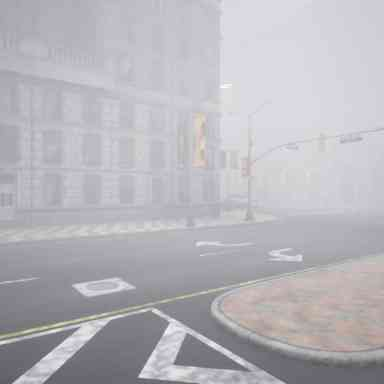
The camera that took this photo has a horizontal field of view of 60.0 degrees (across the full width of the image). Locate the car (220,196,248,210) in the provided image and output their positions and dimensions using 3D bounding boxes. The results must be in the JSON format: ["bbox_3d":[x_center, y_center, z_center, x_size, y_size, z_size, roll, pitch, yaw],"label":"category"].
[{"bbox_3d":[4.742,1.564,43.419,1.994,1.385,4.181,0,0,-36],"label":"car"}]

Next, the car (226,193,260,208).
[{"bbox_3d":[6.914,1.222,46.384,2.150,2.045,5.566,0,0,-37],"label":"car"}]
